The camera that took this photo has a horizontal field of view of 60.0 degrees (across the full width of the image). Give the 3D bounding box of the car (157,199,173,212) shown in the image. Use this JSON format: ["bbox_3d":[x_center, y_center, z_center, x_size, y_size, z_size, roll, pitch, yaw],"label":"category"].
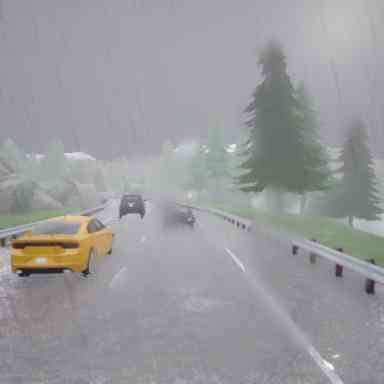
[{"bbox_3d":[-3.164,1.557,39.408,2.033,1.411,5.357,0,0,-9],"label":"car"}]

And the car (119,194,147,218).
[{"bbox_3d":[-5.419,1.233,30.548,2.150,2.045,5.566,0,0,-7],"label":"car"}]

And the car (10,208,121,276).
[{"bbox_3d":[-3.714,1.484,10.431,1.882,1.535,5.008,0,0,-3],"label":"car"}]

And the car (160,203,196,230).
[{"bbox_3d":[-0.911,1.605,21.126,1.895,1.301,4.718,0,0,-5],"label":"car"}]
